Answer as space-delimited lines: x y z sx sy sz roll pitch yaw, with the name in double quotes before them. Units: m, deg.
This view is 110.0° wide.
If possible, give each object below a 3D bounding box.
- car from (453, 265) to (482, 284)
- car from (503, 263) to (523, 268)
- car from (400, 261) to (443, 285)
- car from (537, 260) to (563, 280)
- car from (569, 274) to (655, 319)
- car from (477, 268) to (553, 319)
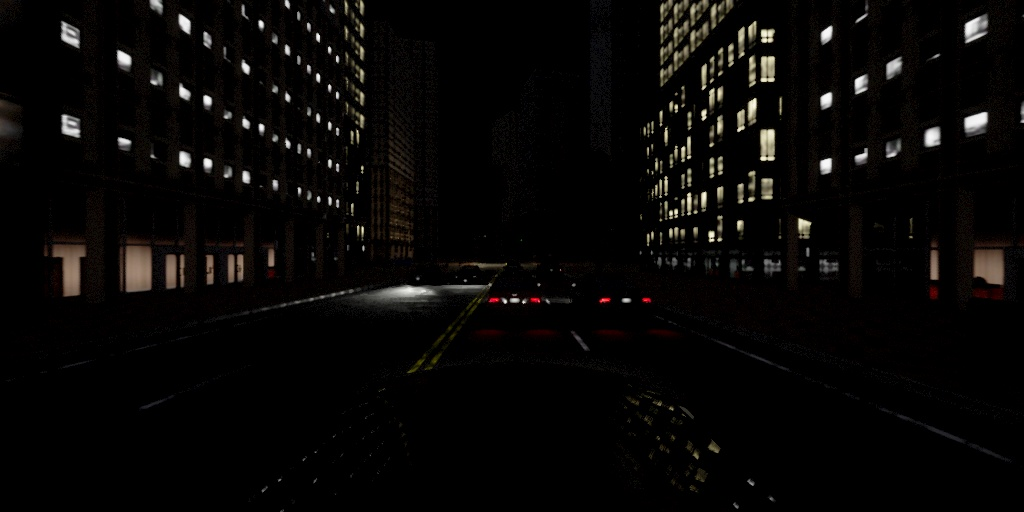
"car" -3.349 1.404 28.406 2.033 1.411 5.357 0 0 0
"car" 0.098 1.401 33.763 1.812 1.442 4.674 0 0 0
"car" -6.598 1.346 27.601 2.128 1.511 4.902 0 0 0
"car" 3.346 1.223 32.532 2.097 1.767 4.553 0 0 0
"car" 3.336 1.346 12.927 2.033 1.411 5.357 0 0 0
"car" 0.087 1.346 12.948 2.033 1.411 5.357 0 0 0
